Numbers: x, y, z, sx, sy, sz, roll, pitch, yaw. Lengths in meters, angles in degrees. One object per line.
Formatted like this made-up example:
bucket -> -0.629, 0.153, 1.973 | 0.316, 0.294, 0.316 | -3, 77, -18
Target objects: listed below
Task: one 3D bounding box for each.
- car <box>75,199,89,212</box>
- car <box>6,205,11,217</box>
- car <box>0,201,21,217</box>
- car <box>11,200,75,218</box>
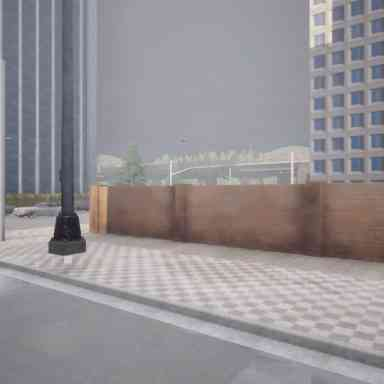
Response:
car -> -12.432, 1.547, 37.497 | 2.033, 1.411, 5.357 | 0, 0, 35
car -> -14.761, 1.564, 21.957 | 1.994, 1.385, 4.181 | 0, 0, 37
car -> -18.241, 1.547, 29.267 | 2.033, 1.411, 5.357 | 0, 0, 32
car -> -13.438, 1.601, 29.961 | 1.895, 1.301, 4.718 | 0, 0, 35
